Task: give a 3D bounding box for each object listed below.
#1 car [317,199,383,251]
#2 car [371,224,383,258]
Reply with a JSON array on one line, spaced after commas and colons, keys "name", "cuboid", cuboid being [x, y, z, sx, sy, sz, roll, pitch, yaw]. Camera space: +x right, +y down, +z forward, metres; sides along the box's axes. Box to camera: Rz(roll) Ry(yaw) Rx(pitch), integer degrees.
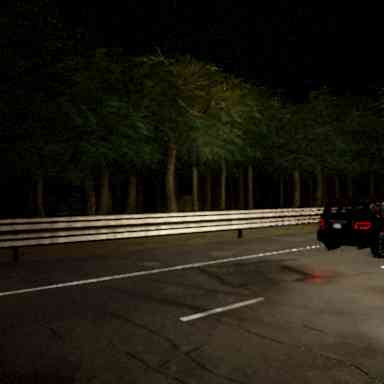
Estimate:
[{"name": "car", "cuboid": [7.343, 1.295, 13.324, 5.566, 2.045, 2.150, 0, 0, -35]}, {"name": "car", "cuboid": [7.349, 1.606, 9.050, 5.357, 1.411, 2.033, 0, 0, -35]}]
